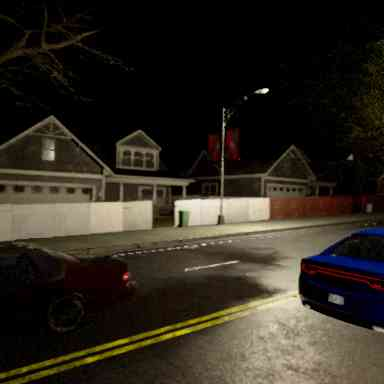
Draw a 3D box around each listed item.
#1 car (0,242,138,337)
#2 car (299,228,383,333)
[{"bbox_3d":[-3.562,1.547,5.134,5.357,1.411,2.033,0,0,-35],"label":"car"},{"bbox_3d":[4.170,1.436,6.412,5.008,1.535,1.882,0,0,-36],"label":"car"}]
